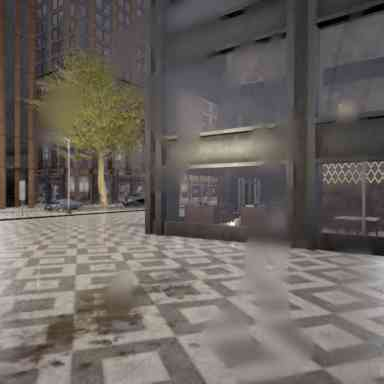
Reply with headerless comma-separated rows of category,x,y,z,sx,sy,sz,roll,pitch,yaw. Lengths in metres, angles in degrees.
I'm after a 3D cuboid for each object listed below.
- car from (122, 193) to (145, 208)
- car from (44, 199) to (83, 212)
car,-7.437,1.101,47.681,2.150,2.045,5.566,0,0,36
car,-14.514,1.471,37.811,1.994,1.385,4.181,0,0,35
